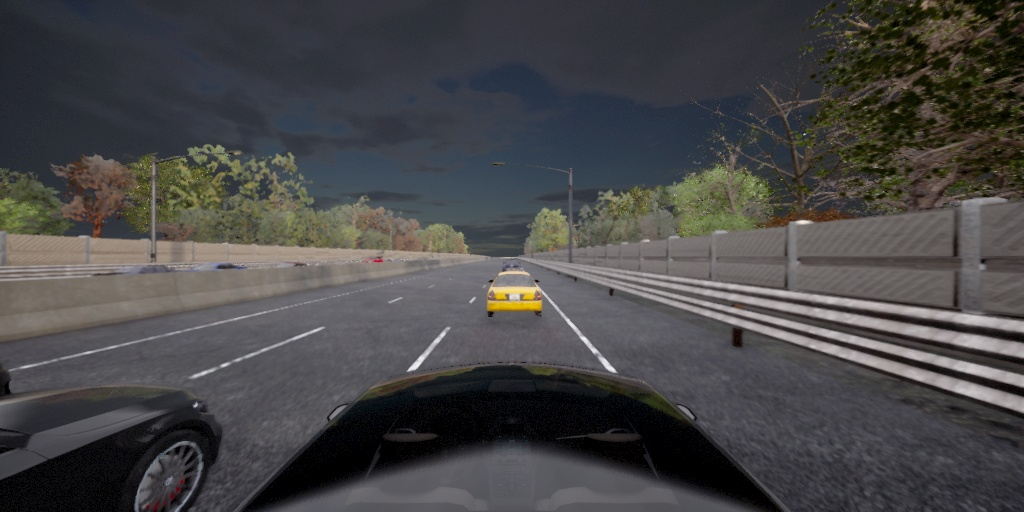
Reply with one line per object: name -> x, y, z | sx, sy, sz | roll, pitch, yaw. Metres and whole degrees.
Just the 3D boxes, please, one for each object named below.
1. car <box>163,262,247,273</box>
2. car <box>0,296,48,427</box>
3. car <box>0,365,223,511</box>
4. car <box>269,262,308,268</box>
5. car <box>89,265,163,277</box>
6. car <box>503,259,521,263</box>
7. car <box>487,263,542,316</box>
car -> -21.160, 1.237, 25.362 | 1.882, 1.535, 5.008 | 0, 0, 0
car -> -6.908, 1.257, 2.179 | 1.837, 1.490, 4.892 | 0, 0, 0
car -> -3.393, 1.276, 1.088 | 1.812, 1.442, 4.674 | 0, 0, 0
car -> -17.669, 1.236, 28.289 | 1.882, 1.535, 5.008 | 0, 0, 0
car -> -24.660, 1.307, 23.900 | 2.033, 1.411, 5.357 | 0, 0, 0
car -> -0.014, 1.110, 42.014 | 2.097, 1.767, 4.553 | 0, 0, 0
car -> 0.072, 1.209, 13.290 | 1.801, 1.575, 5.366 | 0, 0, 0
